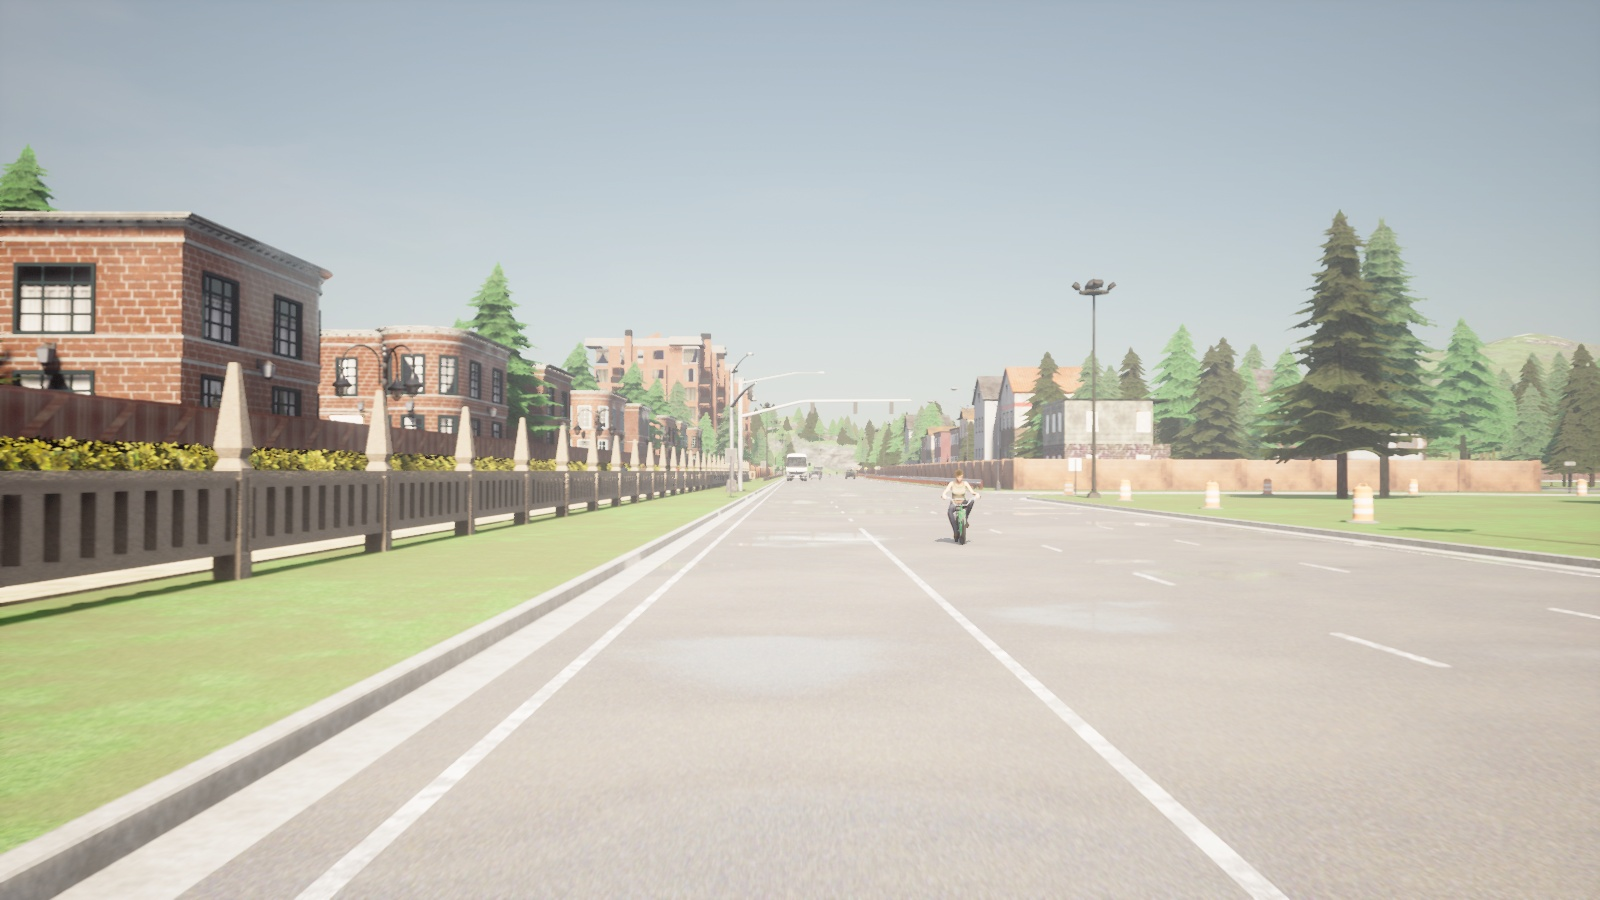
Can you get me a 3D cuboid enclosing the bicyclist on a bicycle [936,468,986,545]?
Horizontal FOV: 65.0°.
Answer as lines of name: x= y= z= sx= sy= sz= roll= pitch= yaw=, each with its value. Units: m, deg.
bicyclist on a bicycle: x=3.439 y=1.188 z=26.929 sx=0.866 sy=1.612 sz=1.509 roll=0 pitch=-1 yaw=0
